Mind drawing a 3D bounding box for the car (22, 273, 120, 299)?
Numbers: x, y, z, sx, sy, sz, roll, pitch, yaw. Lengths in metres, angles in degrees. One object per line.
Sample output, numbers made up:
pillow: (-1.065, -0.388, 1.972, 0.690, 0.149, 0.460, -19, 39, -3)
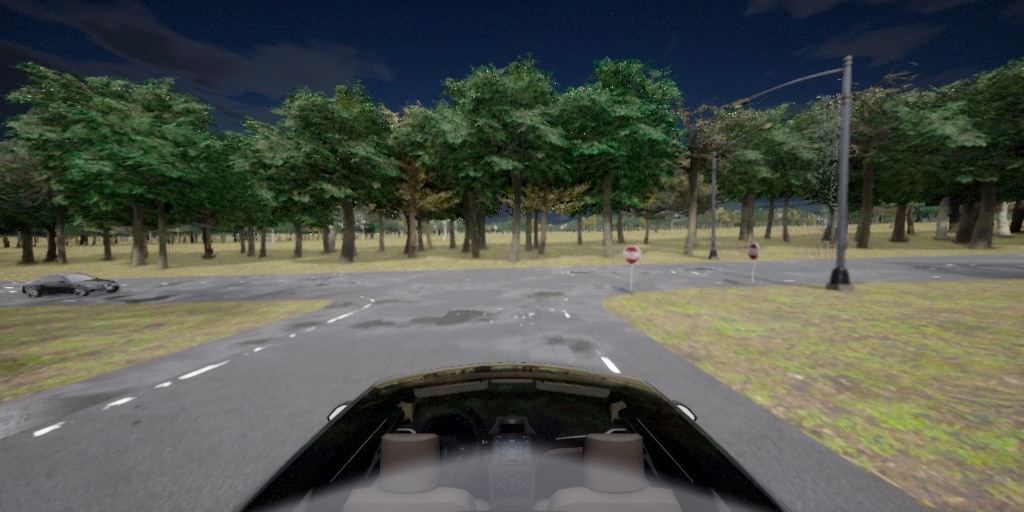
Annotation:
car: (-27.278, 1.777, 22.193, 4.674, 1.442, 1.812, -1, 4, 0)
